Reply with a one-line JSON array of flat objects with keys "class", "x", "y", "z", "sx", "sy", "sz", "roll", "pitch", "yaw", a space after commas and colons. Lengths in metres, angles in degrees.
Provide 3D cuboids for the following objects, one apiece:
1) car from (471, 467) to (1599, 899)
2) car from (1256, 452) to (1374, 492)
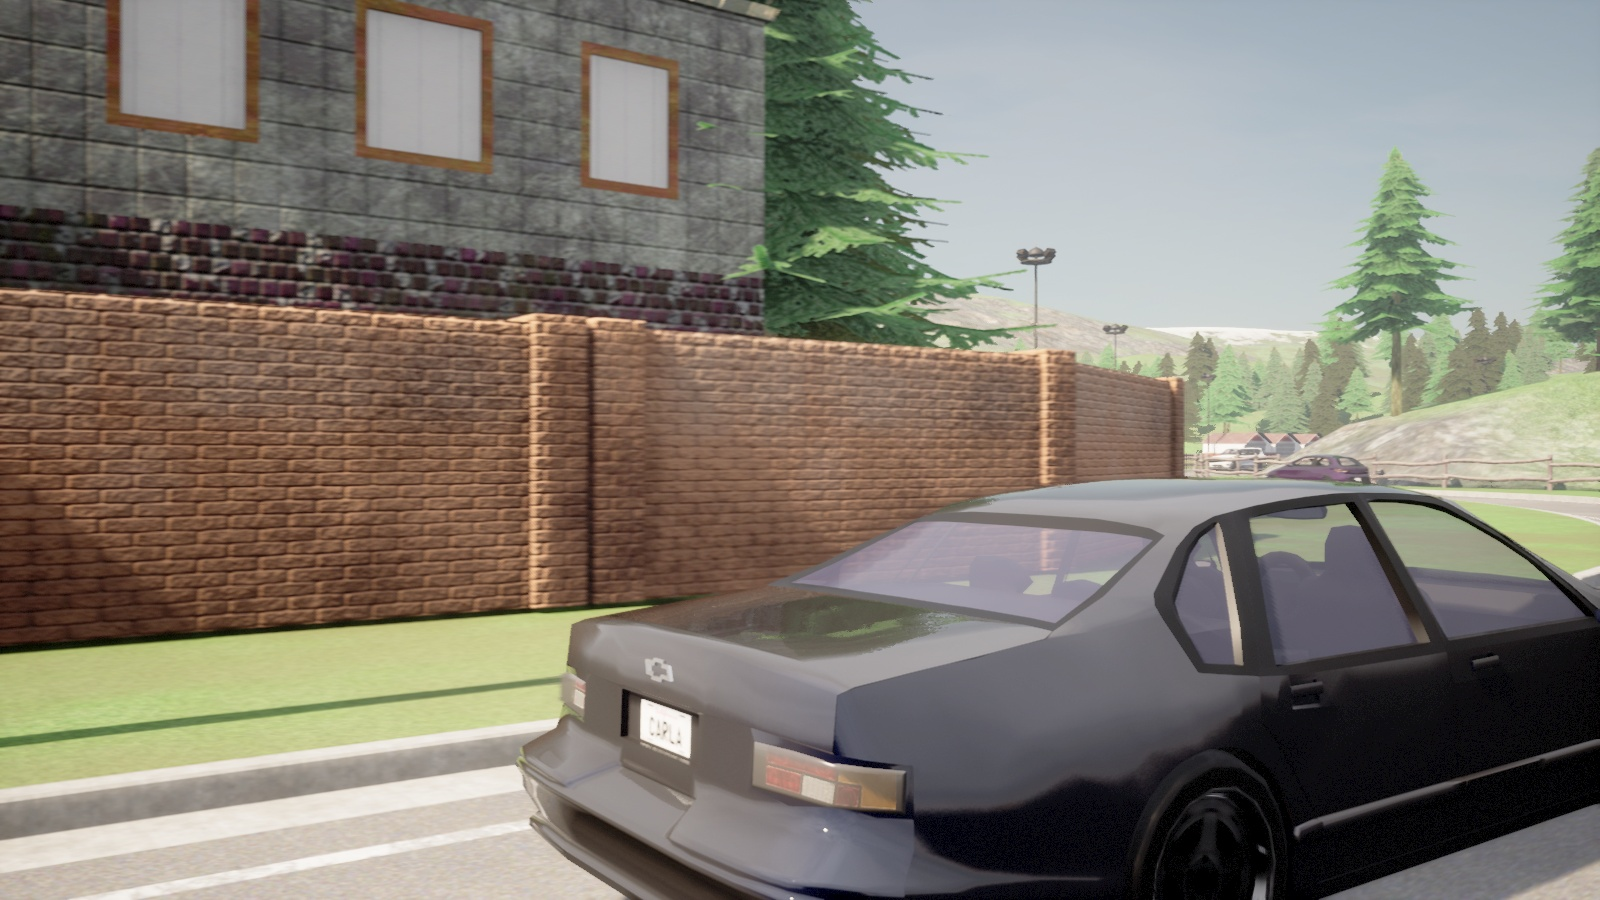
[{"class": "car", "x": 1.694, "y": 0.801, "z": 4.838, "sx": 5.357, "sy": 1.411, "sz": 2.033, "roll": 0, "pitch": 0, "yaw": -35}, {"class": "car", "x": 19.847, "y": 0.835, "z": 48.609, "sx": 1.816, "sy": 1.474, "sz": 4.193, "roll": 0, "pitch": 0, "yaw": -22}]
